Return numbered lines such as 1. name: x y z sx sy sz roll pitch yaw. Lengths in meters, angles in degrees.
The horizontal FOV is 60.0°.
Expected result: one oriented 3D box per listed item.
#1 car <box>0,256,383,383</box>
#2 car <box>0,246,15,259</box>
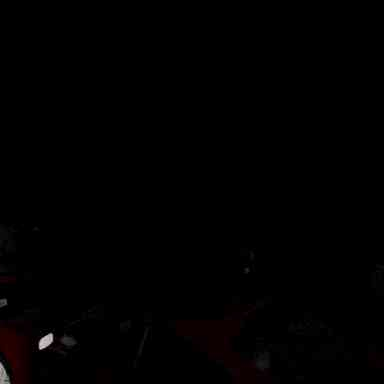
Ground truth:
1. car: -0.264 1.545 3.148 4.507 1.381 1.887 0 0 35
2. car: -4.698 1.545 6.297 4.507 1.381 1.887 0 0 35
